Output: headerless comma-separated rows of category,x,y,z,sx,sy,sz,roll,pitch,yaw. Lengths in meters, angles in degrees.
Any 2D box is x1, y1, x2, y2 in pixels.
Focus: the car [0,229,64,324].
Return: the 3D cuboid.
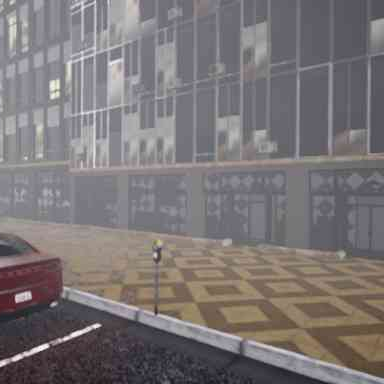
car,-4.594,1.442,6.529,5.008,1.535,1.882,0,0,35
